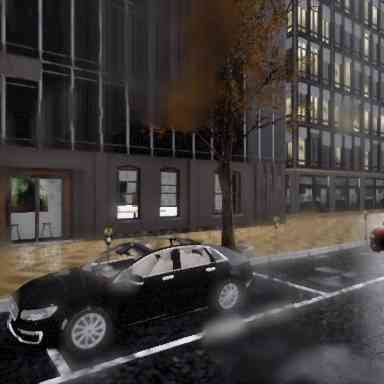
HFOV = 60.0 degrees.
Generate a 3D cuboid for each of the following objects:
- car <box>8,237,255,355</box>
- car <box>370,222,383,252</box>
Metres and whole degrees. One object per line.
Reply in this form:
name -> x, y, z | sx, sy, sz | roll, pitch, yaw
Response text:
car -> -0.799, 1.548, 5.990 | 4.403, 1.369, 2.008 | 0, 0, -35
car -> 8.482, 1.533, 12.610 | 4.507, 1.381, 1.887 | 0, 0, -36
